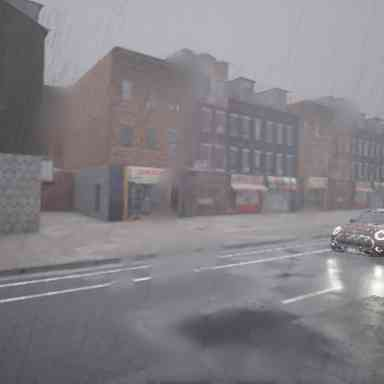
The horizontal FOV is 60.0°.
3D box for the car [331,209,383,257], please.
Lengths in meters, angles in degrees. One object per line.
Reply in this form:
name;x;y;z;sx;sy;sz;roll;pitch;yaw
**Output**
car;7.420;1.460;12.882;4.553;1.767;2.097;0;0;-35
